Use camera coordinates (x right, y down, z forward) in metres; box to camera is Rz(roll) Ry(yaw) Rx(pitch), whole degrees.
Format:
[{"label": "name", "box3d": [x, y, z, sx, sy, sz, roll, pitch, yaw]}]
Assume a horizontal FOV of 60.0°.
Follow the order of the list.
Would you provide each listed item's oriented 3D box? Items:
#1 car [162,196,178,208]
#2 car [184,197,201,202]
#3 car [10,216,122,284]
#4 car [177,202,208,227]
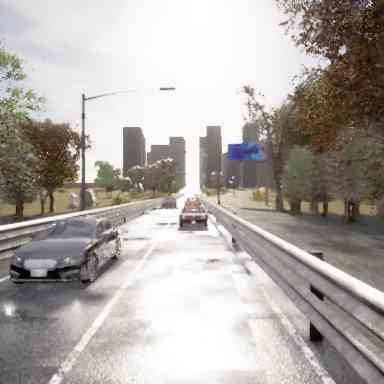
[{"label": "car", "box3d": [-3.343, 1.474, 50.930, 2.097, 1.767, 4.553, 0, 0, 0]}, {"label": "car", "box3d": [0.087, 1.451, 42.124, 2.097, 1.767, 4.553, 0, 0, 0]}, {"label": "car", "box3d": [-3.348, 1.508, 9.719, 2.128, 1.511, 4.902, 0, 0, 0]}, {"label": "car", "box3d": [0.101, 1.653, 23.532, 1.895, 1.301, 4.718, 0, 0, 0]}]
